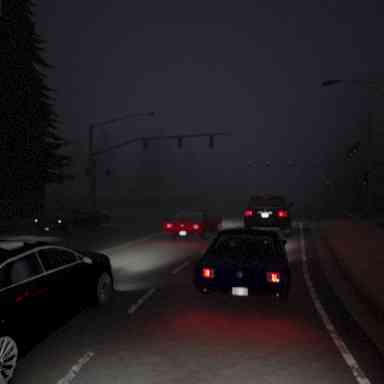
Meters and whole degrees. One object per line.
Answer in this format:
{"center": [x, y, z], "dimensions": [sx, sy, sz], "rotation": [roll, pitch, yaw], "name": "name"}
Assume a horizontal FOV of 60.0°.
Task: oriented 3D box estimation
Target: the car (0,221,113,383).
{"center": [-2.785, 1.476, 5.077], "dimensions": [2.128, 1.511, 4.902], "rotation": [0, 0, 8], "name": "car"}

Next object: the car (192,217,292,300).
{"center": [1.429, 1.574, 8.407], "dimensions": [1.895, 1.301, 4.718], "rotation": [0, 0, 14], "name": "car"}

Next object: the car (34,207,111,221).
{"center": [-6.652, 1.547, 18.874], "dimensions": [1.895, 1.301, 4.718], "rotation": [0, 0, 18], "name": "car"}

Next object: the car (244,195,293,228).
{"center": [4.145, 1.165, 17.790], "dimensions": [2.150, 2.045, 5.566], "rotation": [0, 0, 17], "name": "car"}

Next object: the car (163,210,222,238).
{"center": [0.242, 1.548, 16.992], "dimensions": [1.895, 1.301, 4.718], "rotation": [0, 0, 17], "name": "car"}

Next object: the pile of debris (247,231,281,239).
{"center": [3.616, 2.123, 16.516], "dimensions": [1.500, 0.140, 1.860], "rotation": [0, 0, 18], "name": "pile of debris"}
